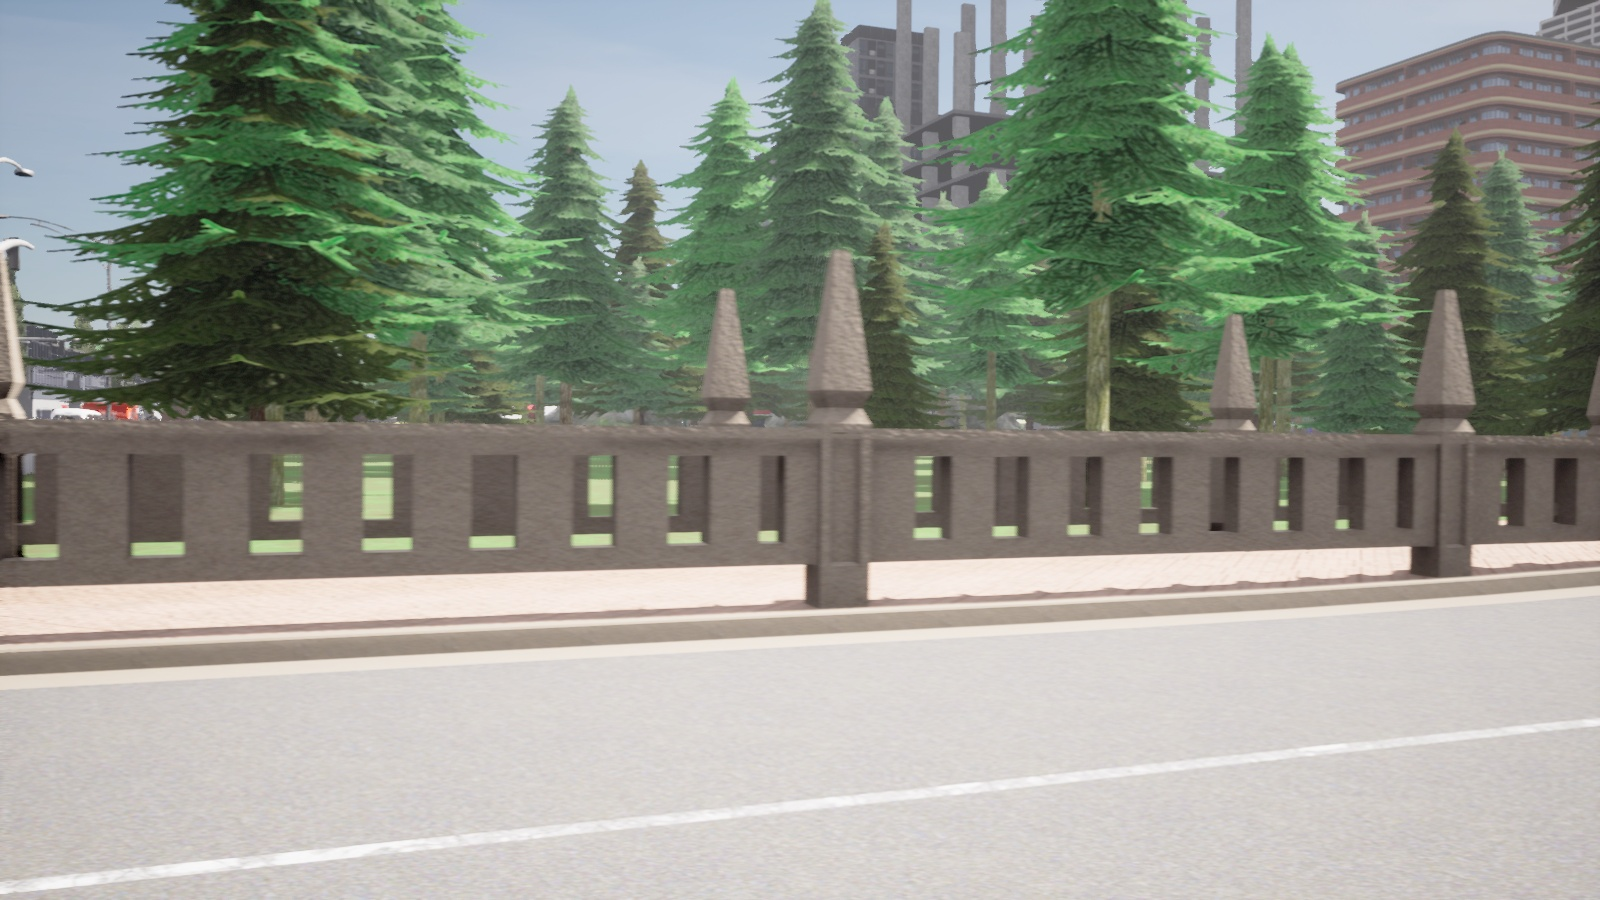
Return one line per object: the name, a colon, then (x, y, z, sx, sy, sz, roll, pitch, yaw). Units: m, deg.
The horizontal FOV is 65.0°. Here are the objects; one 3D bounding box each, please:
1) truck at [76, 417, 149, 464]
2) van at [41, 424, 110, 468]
truck: (-37.971, -0.543, 69.499, 2.627, 2.467, 5.204, -1, 1, -19)
van: (-34.920, -0.206, 60.671, 2.069, 2.038, 4.480, -1, 1, -19)
